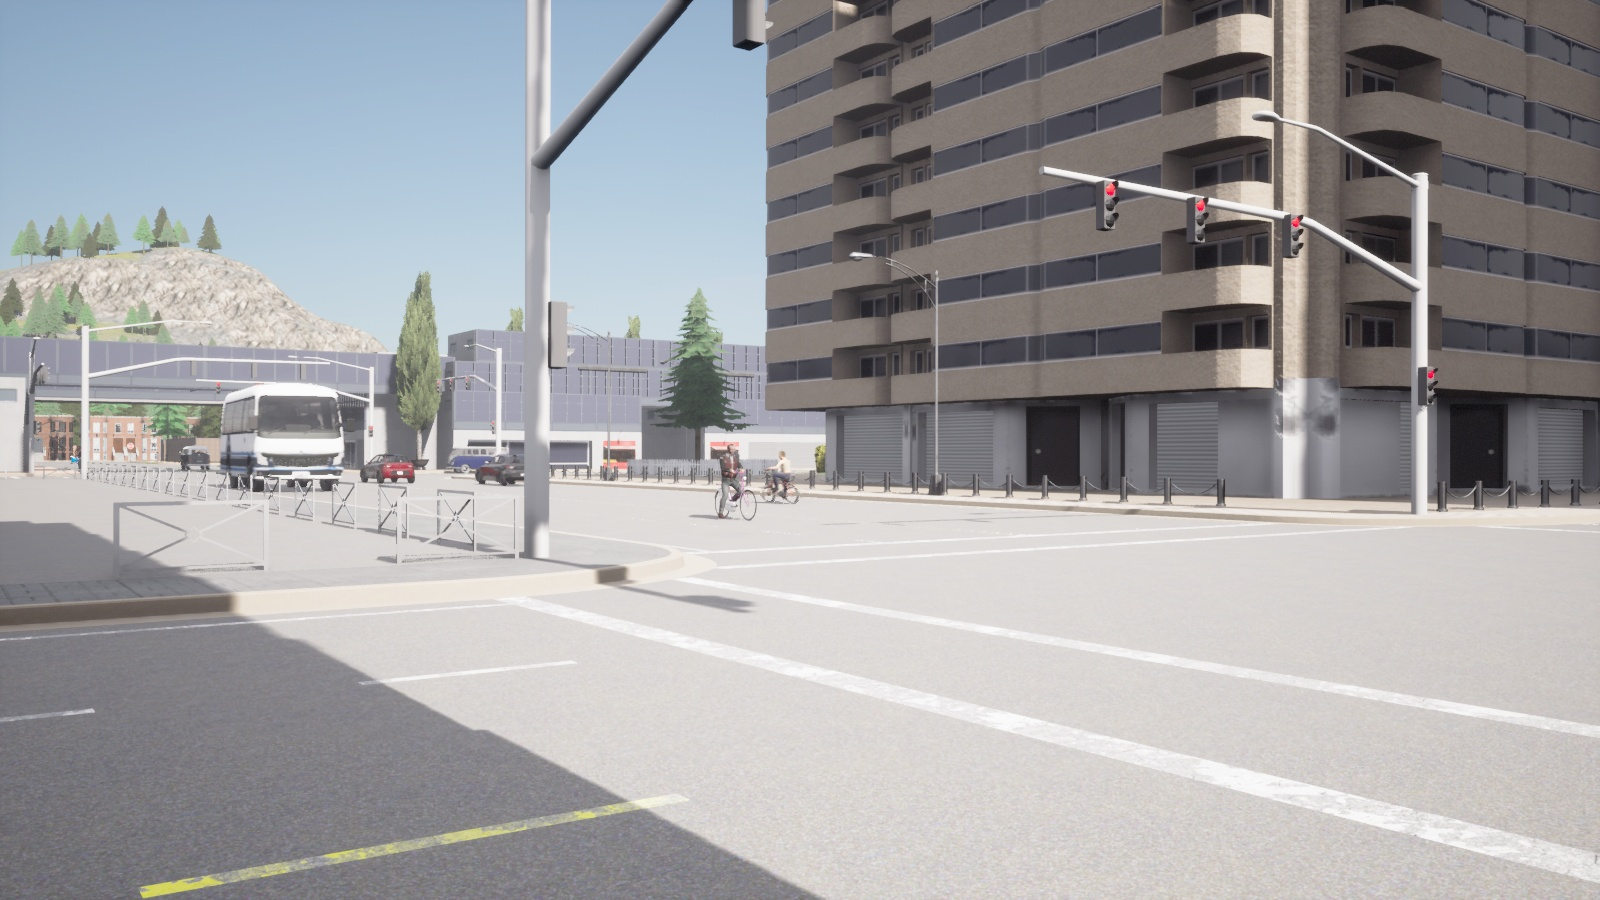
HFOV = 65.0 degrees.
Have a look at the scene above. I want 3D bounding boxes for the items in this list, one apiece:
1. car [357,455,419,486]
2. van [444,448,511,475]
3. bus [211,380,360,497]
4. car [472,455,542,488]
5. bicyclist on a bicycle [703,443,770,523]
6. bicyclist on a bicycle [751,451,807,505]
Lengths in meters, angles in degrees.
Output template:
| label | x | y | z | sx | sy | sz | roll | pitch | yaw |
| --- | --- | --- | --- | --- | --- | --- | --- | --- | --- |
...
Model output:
| label | x | y | z | sx | sy | sz | roll | pitch | yaw |
| --- | --- | --- | --- | --- | --- | --- | --- | --- | --- |
| car | -20.704 | 1.012 | 63.020 | 1.816 | 1.474 | 4.193 | 0 | 0 | -35 |
| van | -23.590 | 0.830 | 91.979 | 4.442 | 1.987 | 1.775 | 0 | 0 | -35 |
| bus | -21.166 | -0.406 | 51.212 | 3.944 | 4.253 | 10.273 | 0 | 0 | -32 |
| car | -13.860 | 0.988 | 59.272 | 1.816 | 1.474 | 4.193 | 0 | 0 | -35 |
| bicyclist on a bicycle | -1.488 | 0.745 | 29.055 | 0.659 | 1.776 | 1.843 | 0 | 0 | -35 |
| bicyclist on a bicycle | -0.628 | 0.831 | 38.057 | 1.509 | 1.612 | 0.866 | 0 | 0 | 42 |
